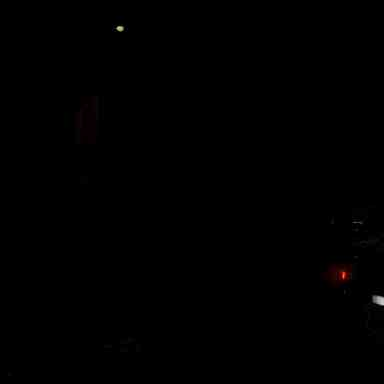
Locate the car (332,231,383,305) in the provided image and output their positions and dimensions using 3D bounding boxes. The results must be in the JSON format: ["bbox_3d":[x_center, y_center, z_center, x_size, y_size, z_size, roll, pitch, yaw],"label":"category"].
[{"bbox_3d":[5.131,1.624,7.112,4.718,1.301,1.895,0,0,-35],"label":"car"}]

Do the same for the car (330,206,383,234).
[{"bbox_3d":[9.761,1.539,18.634,5.008,1.535,1.882,0,0,-35],"label":"car"}]
